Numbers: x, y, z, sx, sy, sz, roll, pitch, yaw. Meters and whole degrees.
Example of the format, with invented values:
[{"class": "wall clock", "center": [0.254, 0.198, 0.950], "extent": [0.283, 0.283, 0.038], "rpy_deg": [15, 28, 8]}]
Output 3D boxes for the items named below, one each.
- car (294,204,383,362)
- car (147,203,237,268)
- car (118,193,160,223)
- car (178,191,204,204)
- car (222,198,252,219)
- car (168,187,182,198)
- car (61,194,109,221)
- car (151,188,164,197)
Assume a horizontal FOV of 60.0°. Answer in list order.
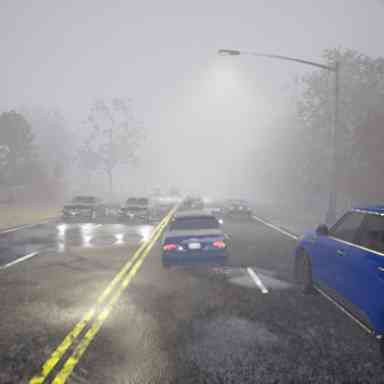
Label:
[{"class": "car", "center": [3.394, 1.217, 5.148], "extent": [2.150, 2.045, 5.566], "rpy_deg": [3, 2, 0]}, {"class": "car", "center": [0.057, 1.308, 10.517], "extent": [2.033, 1.411, 5.357], "rpy_deg": [-3, 1, 0]}, {"class": "car", "center": [-3.362, 1.030, 21.045], "extent": [1.837, 1.490, 4.892], "rpy_deg": [2, 1, 0]}, {"class": "car", "center": [0.100, 0.952, 30.798], "extent": [2.128, 1.511, 4.902], "rpy_deg": [2, 1, 0]}, {"class": "car", "center": [3.375, 1.180, 25.591], "extent": [2.033, 1.411, 5.357], "rpy_deg": [3, 0, 0]}, {"class": "car", "center": [-3.127, 0.011, 61.783], "extent": [2.150, 2.045, 5.566], "rpy_deg": [2, 1, 1]}, {"class": "car", "center": [-6.610, 0.924, 21.010], "extent": [1.837, 1.490, 4.892], "rpy_deg": [2, 1, 0]}, {"class": "car", "center": [-6.383, 0.031, 61.935], "extent": [2.097, 1.767, 4.553], "rpy_deg": [2, 1, 1]}]
